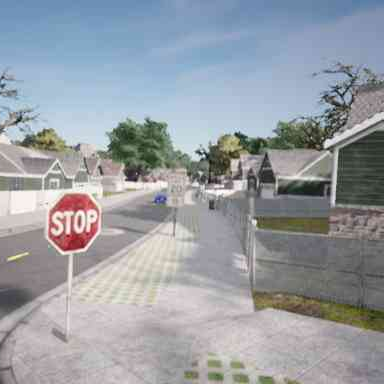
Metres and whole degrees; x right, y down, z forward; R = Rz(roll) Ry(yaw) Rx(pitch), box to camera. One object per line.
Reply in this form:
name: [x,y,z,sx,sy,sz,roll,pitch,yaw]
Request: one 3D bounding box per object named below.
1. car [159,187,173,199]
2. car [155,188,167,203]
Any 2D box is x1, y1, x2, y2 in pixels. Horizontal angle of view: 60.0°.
car: [-4.303,0.146,56.073,2.097,1.767,4.553,3,2,-1]
car: [-3.865,0.661,43.971,1.882,1.535,5.008,3,2,-3]
